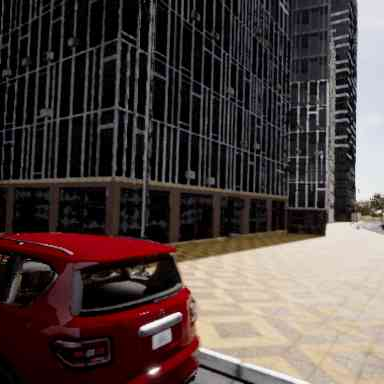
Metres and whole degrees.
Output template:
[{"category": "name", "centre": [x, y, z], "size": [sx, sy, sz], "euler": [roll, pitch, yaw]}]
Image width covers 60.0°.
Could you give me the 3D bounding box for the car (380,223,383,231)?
[{"category": "car", "centre": [38.043, 6.787, 64.874], "size": [2.128, 1.511, 4.902], "euler": [1, -4, 23]}]

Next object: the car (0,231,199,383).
[{"category": "car", "centre": [-2.234, 1.452, 4.495], "size": [5.009, 1.841, 2.192], "euler": [0, -3, 35]}]
